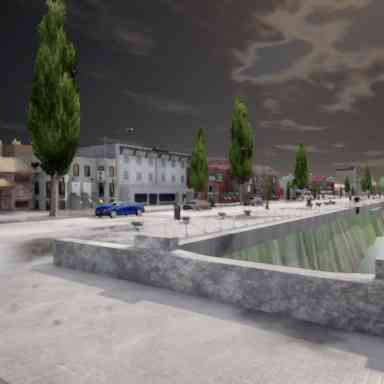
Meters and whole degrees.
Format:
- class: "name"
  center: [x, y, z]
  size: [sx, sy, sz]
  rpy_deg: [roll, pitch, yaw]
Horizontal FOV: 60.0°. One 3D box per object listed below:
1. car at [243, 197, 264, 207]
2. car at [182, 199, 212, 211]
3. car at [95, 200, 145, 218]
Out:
- class: "car"
  center: [9.796, 1.506, 52.666]
  size: [1.837, 1.490, 4.892]
  rpy_deg: [0, 0, 35]
- class: "car"
  center: [0.595, 1.556, 39.853]
  size: [1.994, 1.385, 4.181]
  rpy_deg: [0, 0, 36]
- class: "car"
  center: [-6.422, 1.469, 29.966]
  size: [1.882, 1.535, 5.008]
  rpy_deg: [0, 0, 35]
